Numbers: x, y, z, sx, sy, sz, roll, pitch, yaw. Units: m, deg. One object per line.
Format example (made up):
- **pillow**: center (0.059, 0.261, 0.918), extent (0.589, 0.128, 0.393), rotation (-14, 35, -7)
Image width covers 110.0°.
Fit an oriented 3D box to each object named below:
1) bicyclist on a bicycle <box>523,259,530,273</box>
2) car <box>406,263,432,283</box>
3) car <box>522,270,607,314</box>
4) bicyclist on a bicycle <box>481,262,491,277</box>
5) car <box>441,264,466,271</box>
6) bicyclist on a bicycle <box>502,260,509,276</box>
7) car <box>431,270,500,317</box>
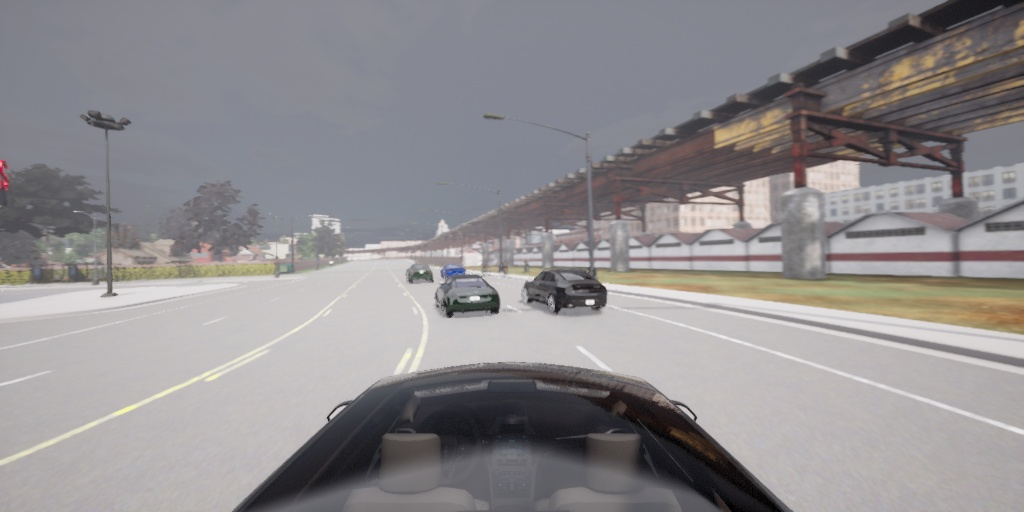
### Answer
- **bicyclist on a bicycle**: center (1.646, 1.179, 42.200), extent (0.582, 1.620, 1.656), rotation (-2, -1, -20)
- **car**: center (-8.629, 1.478, 33.292), extent (2.097, 1.767, 4.553), rotation (-2, 0, -20)
- **car**: center (1.844, 1.258, 13.922), extent (1.837, 1.490, 4.892), rotation (0, 0, -16)
- **bicyclist on a bicycle**: center (-2.830, 1.444, 39.234), extent (1.656, 1.620, 0.582), rotation (-1, 0, 44)
- **car**: center (-5.997, 1.544, 36.336), extent (1.882, 1.535, 5.008), rotation (-1, 0, -20)
- **bicyclist on a bicycle**: center (-0.704, 1.220, 36.330), extent (0.582, 1.620, 1.656), rotation (-2, -1, -11)
- **car**: center (-1.849, 1.419, 14.009), extent (1.994, 1.385, 4.181), rotation (-1, 0, -17)
